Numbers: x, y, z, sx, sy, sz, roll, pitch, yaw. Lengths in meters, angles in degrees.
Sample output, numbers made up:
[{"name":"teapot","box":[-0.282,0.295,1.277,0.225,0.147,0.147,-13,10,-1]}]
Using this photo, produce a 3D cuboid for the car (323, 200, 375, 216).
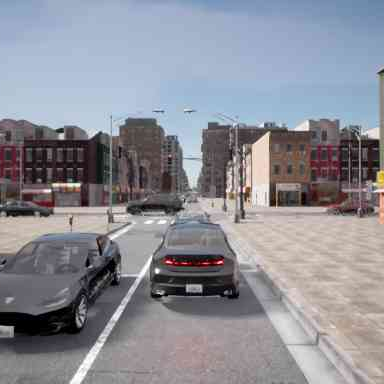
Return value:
[{"name":"car","box":[15.212,1.527,32.356,4.674,1.442,1.812,0,0,0]}]

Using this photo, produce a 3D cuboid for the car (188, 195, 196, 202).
[{"name":"car","box":[0.072,1.647,84.367,1.882,1.535,5.008,0,0,0]}]

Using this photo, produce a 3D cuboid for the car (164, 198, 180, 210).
[{"name":"car","box":[-2.596,1.571,44.391,1.752,1.417,4.829,0,0,0]}]

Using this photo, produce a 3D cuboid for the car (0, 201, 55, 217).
[{"name":"car","box":[-14.739,1.539,29.474,4.892,1.490,1.837,0,0,0]}]

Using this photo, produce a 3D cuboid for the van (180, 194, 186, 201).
[{"name":"van","box":[-2.551,1.551,95.010,1.690,1.788,3.998,0,0,0]}]

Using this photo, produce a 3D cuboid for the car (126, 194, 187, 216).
[{"name":"car","box":[-3.540,1.257,32.394,5.566,2.045,2.150,0,0,0]}]

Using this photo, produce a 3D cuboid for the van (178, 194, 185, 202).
[{"name":"van","box":[-2.561,1.508,83.799,1.690,1.788,3.998,0,0,0]}]

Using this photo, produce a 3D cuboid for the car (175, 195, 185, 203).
[{"name":"car","box":[-2.571,1.566,72.587,1.967,1.590,4.097,0,0,0]}]

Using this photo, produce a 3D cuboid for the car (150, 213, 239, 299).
[{"name":"car","box":[0.078,1.507,8.470,1.837,1.490,4.892,0,0,1]}]

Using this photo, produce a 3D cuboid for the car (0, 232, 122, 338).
[{"name":"car","box":[-2.628,1.567,6.791,1.947,1.339,4.313,0,0,0]}]

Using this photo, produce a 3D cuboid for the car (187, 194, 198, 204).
[{"name":"car","box":[0.160,1.678,68.993,1.994,1.385,4.181,0,0,0]}]

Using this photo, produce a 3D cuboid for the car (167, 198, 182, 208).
[{"name":"car","box":[-2.591,1.604,50.165,1.887,1.381,4.507,0,0,0]}]

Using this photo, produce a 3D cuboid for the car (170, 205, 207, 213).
[{"name":"car","box":[0.043,1.608,17.681,1.895,1.301,4.718,0,0,1]}]

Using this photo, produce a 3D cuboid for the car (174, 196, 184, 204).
[{"name":"car","box":[-2.576,1.547,66.982,1.967,1.590,4.097,0,0,0]}]

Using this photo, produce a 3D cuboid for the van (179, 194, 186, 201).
[{"name":"van","box":[-2.556,1.529,89.404,1.690,1.788,3.998,0,0,0]}]
